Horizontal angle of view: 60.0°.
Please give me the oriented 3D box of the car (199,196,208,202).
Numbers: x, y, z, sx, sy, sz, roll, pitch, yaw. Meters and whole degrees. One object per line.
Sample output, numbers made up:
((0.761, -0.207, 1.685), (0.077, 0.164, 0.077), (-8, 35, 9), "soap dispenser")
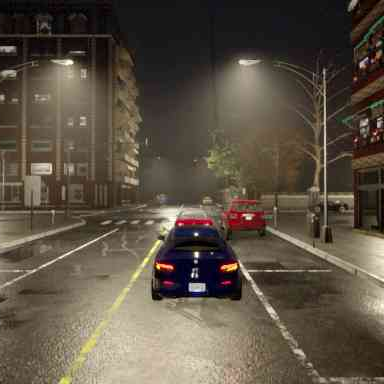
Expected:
((2.615, 1.625, 78.327), (1.947, 1.339, 4.313), (1, 0, 0), "car")

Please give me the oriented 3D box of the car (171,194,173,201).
((-5.758, 1.635, 72.787), (1.802, 1.307, 4.206), (1, 0, 0), "car")

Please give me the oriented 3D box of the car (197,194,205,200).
((2.601, 1.395, 94.940), (2.192, 1.841, 5.009), (1, 0, 0), "car")

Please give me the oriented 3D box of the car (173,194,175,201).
((-5.764, 1.610, 78.325), (2.008, 1.369, 4.403), (1, 0, 0), "car")

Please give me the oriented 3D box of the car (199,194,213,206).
((2.641, 1.562, 56.344), (1.752, 1.417, 4.829), (1, 0, 0), "car")

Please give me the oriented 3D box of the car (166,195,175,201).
((-5.777, 1.624, 89.403), (2.008, 1.369, 4.403), (1, 0, 0), "car")

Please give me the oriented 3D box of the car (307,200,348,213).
((15.171, 1.609, 37.190), (4.313, 1.339, 1.947), (0, -1, 0), "car")

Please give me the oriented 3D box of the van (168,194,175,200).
((-5.779, 1.421, 94.941), (1.690, 1.788, 3.998), (1, 0, 0), "van")

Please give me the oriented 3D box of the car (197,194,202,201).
((2.622, 1.604, 72.788), (2.008, 1.369, 4.403), (1, 0, 0), "car")

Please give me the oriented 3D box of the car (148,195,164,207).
((-5.733, 1.614, 50.633), (1.802, 1.307, 4.206), (1, 0, 0), "car")

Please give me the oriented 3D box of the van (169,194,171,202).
((-5.748, 1.389, 67.248), (1.690, 1.788, 3.998), (1, 0, 0), "van")

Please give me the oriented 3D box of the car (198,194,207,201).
((2.614, 1.381, 83.865), (2.192, 1.841, 5.009), (1, 0, 0), "car")

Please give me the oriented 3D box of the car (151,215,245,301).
((0.092, 1.529, 8.211), (1.812, 1.442, 4.674), (0, 0, 0), "car")

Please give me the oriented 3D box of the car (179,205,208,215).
((0.081, 1.609, 17.954), (1.895, 1.301, 4.718), (0, 0, 0), "car")

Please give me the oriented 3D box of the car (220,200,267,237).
((2.688, 1.323, 18.144), (2.192, 1.841, 5.009), (1, 0, 0), "car")

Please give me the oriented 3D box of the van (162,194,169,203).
((-5.741, 1.383, 61.709), (1.690, 1.788, 3.998), (1, 0, 0), "van")

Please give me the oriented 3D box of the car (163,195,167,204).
((-5.740, 1.619, 56.170), (1.802, 1.307, 4.206), (1, 0, 0), "car")
